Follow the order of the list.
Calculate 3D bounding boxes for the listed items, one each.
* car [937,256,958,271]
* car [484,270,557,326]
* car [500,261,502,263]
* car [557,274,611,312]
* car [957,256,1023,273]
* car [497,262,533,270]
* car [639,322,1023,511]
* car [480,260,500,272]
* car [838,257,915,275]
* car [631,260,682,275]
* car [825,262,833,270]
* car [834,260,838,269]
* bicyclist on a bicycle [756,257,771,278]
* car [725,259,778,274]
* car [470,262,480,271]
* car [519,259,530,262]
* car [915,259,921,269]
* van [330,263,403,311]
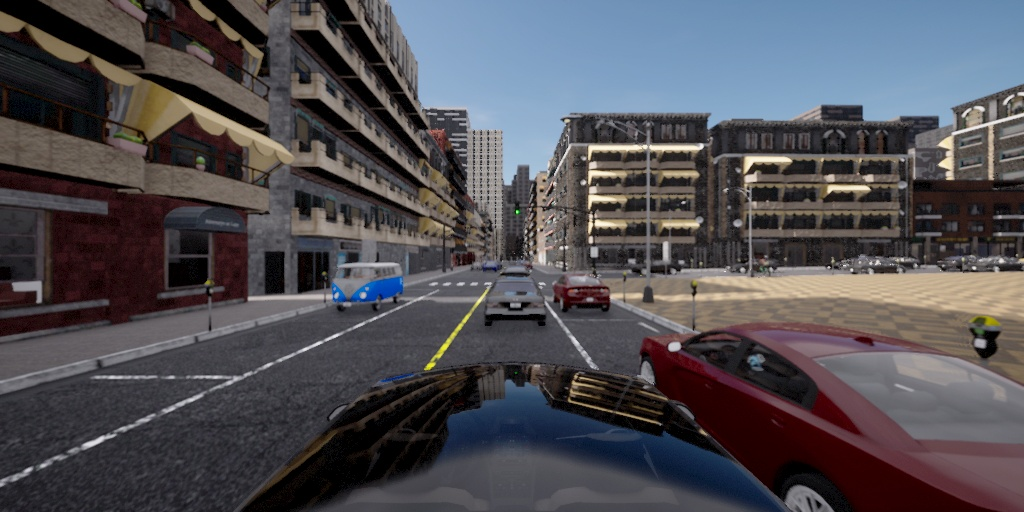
[{"bbox_3d":[44.357,0.735,34.802,4.902,1.511,2.128,-1,0,0],"label":"car"},{"bbox_3d":[0.093,1.360,11.974,2.033,1.411,5.357,0,0,0],"label":"car"},{"bbox_3d":[-3.117,1.487,61.409,2.097,1.767,4.553,0,0,0],"label":"car"},{"bbox_3d":[2.679,1.373,14.508,1.888,1.381,4.507,0,0,0],"label":"car"},{"bbox_3d":[43.592,0.812,32.148,4.403,1.370,2.007,0,0,-1],"label":"car"},{"bbox_3d":[0.346,1.366,24.229,1.882,1.535,5.008,0,0,4],"label":"car"},{"bbox_3d":[2.688,1.305,3.457,1.888,1.381,4.507,0,0,0],"label":"car"},{"bbox_3d":[-3.129,1.549,52.249,1.882,1.535,5.008,0,0,1],"label":"car"},{"bbox_3d":[32.455,0.986,31.982,4.403,1.370,2.007,0,0,-1],"label":"car"},{"bbox_3d":[15.036,1.174,37.514,5.008,1.535,1.882,-1,0,-1],"label":"car"},{"bbox_3d":[37.900,0.898,40.445,4.313,1.339,1.948,0,0,-1],"label":"car"},{"bbox_3d":[37.537,0.835,37.830,4.902,1.511,2.128,-1,0,-1],"label":"car"},{"bbox_3d":[20.225,0.934,28.850,0.582,1.620,1.656,-1,0,-1],"label":"bicyclist on a bicycle"},{"bbox_3d":[25.095,1.043,37.661,4.892,1.490,1.837,-1,0,-1],"label":"car"},{"bbox_3d":[-5.733,1.662,57.978,2.007,1.370,4.403,0,0,0],"label":"car"},{"bbox_3d":[2.643,1.589,63.506,1.967,1.591,4.097,0,0,0],"label":"car"},{"bbox_3d":[43.468,0.796,40.528,4.403,1.370,2.007,0,0,-1],"label":"car"},{"bbox_3d":[-5.701,1.169,14.503,1.690,1.789,3.998,0,0,0],"label":"van"}]
